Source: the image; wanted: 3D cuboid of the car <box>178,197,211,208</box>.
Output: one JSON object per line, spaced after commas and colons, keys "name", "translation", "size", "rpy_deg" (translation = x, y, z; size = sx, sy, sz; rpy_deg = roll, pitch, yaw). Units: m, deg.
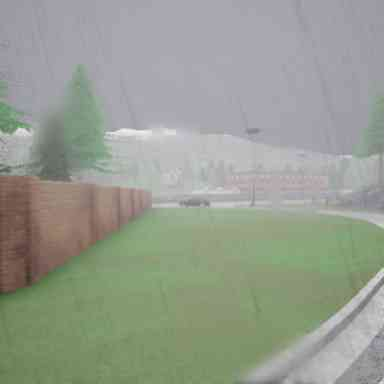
{"name": "car", "translation": [0.370, 1.572, 49.733], "size": [4.892, 1.490, 1.837], "rpy_deg": [0, 0, 16]}
